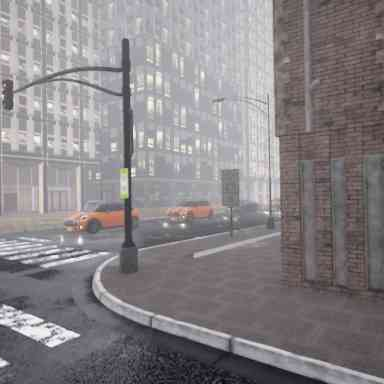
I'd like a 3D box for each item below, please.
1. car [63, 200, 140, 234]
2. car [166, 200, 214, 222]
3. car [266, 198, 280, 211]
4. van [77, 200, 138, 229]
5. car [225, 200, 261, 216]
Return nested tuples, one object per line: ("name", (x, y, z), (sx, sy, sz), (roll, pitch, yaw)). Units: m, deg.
("car", (-5.319, 1.441, 19.873), (2.097, 1.767, 4.553), (-2, -1, 37))
("car", (-0.114, 1.458, 27.029), (2.097, 1.767, 4.553), (-2, -1, 36))
("car", (11.101, 1.496, 42.508), (2.097, 1.767, 4.553), (-2, -1, 36))
("van", (-5.879, 1.489, 23.472), (1.690, 1.788, 3.998), (-2, -1, 36))
("car", (5.162, 1.615, 34.325), (2.128, 1.511, 4.902), (-2, -1, 36))
